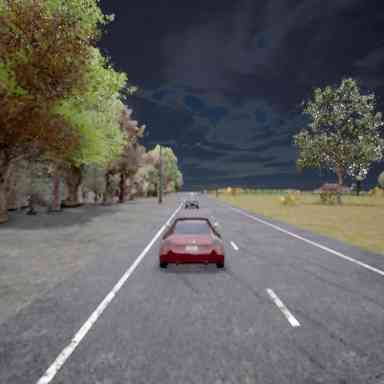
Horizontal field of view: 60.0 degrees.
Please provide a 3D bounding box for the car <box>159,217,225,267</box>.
[{"bbox_3d":[-0.001,1.544,11.309,1.994,1.385,4.181,0,0,0],"label":"car"}]

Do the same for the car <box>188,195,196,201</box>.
[{"bbox_3d":[0.001,1.351,81.603,2.033,1.411,5.357,0,0,0],"label":"car"}]

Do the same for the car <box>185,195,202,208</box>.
[{"bbox_3d":[-0.001,1.457,45.806,2.033,1.411,5.357,0,0,0],"label":"car"}]

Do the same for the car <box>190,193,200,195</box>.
[{"bbox_3d":[0.001,1.417,60.916,2.033,1.411,5.357,0,0,0],"label":"car"}]
